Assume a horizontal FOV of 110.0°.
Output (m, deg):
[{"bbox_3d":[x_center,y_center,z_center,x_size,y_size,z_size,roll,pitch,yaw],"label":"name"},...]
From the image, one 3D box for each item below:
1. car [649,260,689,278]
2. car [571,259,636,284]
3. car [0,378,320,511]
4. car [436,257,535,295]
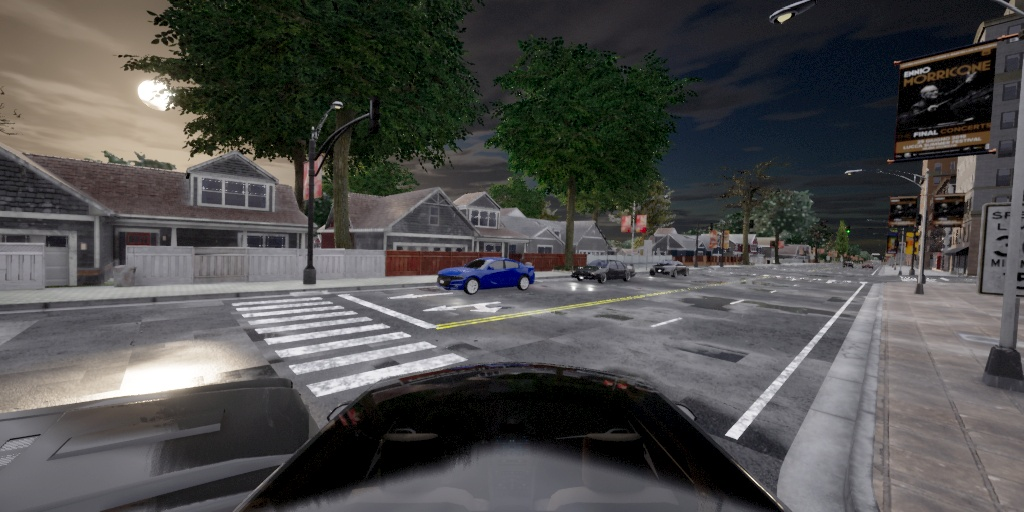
[{"bbox_3d":[13.332,1.020,30.300,4.181,1.385,1.994,1,2,-44],"label":"car"},{"bbox_3d":[6.114,0.937,23.400,5.357,1.411,2.033,0,2,-44],"label":"car"},{"bbox_3d":[-3.314,1.285,1.322,4.718,1.301,1.895,1,2,-34],"label":"car"},{"bbox_3d":[-1.073,0.805,16.501,5.008,1.535,1.882,0,2,-44],"label":"car"}]
